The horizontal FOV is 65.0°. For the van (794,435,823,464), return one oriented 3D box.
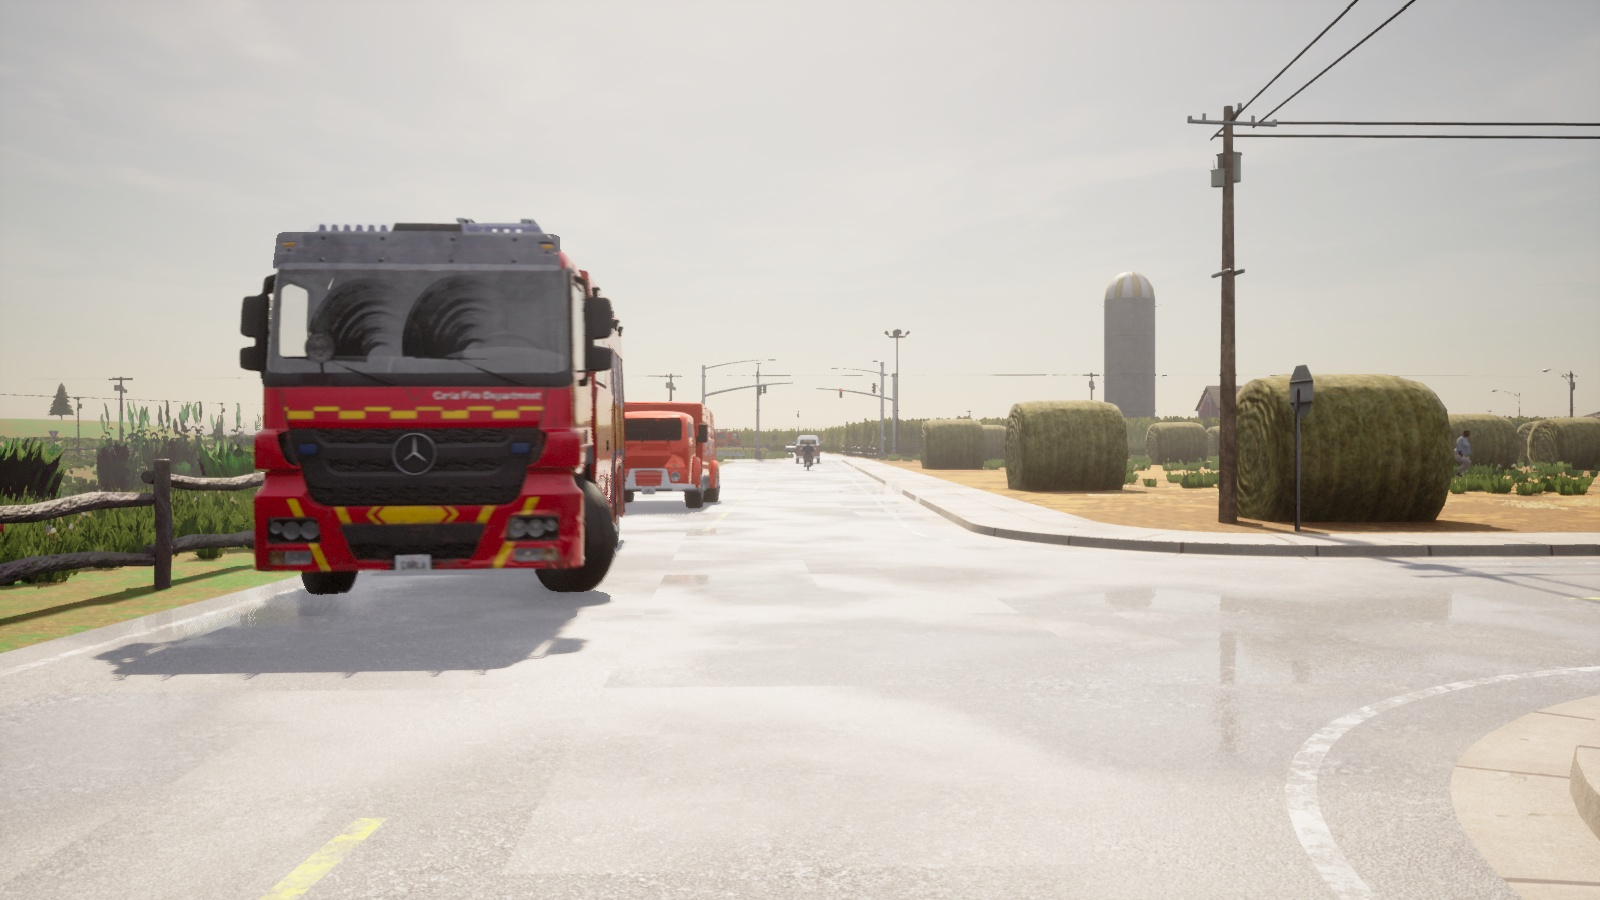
[{"bbox_3d":[0.589,-0.048,91.887,2.069,2.038,4.480,0,0,0],"label":"van"}]

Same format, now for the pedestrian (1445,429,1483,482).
[{"bbox_3d":[23.551,0.174,44.531,0.874,1.855,0.900,0,0,-36],"label":"pedestrian"}]

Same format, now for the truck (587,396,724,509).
[{"bbox_3d":[-3.299,0.110,29.918,2.627,2.467,5.204,0,-1,0],"label":"truck"}]

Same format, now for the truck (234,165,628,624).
[{"bbox_3d":[-3.677,-0.501,14.831,2.891,3.827,8.468,0,0,-5],"label":"truck"}]
